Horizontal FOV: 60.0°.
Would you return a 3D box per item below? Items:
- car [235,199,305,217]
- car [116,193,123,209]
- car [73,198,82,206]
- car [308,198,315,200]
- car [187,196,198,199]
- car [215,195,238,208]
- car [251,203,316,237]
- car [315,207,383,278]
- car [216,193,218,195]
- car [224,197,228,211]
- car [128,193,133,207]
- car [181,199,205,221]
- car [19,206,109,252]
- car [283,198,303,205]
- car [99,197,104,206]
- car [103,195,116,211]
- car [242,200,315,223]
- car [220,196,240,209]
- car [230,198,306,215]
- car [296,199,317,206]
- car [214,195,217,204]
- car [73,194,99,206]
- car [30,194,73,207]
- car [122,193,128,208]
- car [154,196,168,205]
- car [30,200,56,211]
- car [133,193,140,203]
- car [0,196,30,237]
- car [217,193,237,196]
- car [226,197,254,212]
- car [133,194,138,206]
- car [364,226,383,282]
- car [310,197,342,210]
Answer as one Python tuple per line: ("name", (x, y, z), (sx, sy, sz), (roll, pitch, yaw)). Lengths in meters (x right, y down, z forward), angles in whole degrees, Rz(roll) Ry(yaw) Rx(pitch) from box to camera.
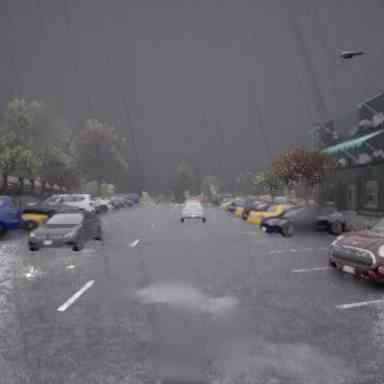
("car", (5.988, 1.490, 23.864), (5.008, 1.535, 2.097), (1, 0, -20))
("car", (-10.993, 1.367, 39.829), (4.553, 1.767, 2.185), (-1, 0, -20))
("car", (-10.945, 1.492, 24.722), (4.892, 1.521, 2.231), (-1, 0, -20))
("car", (22.433, 2.302, 63.267), (1.946, 1.575, 5.366), (2, 1, -21))
("car", (0.078, 1.357, 43.253), (2.097, 1.767, 4.553), (0, 0, 0))
("car", (5.811, 1.486, 38.592), (5.366, 1.575, 1.946), (1, 0, -20))
("car", (5.967, 1.519, 17.934), (4.792, 1.488, 2.163), (1, 0, -20))
("car", (6.026, 1.364, 9.083), (4.553, 1.767, 2.185), (1, 0, -20))
("car", (6.002, 1.242, 50.514), (5.566, 2.045, 2.435), (1, 0, -20))
("car", (6.008, 1.521, 32.760), (4.792, 1.488, 2.163), (1, 0, -20))
("car", (-10.942, 1.366, 45.895), (4.553, 1.767, 2.185), (-1, 0, -20))
("car", (0.088, 1.530, 26.761), (1.812, 1.442, 4.674), (0, 0, 0))
("car", (-5.095, 1.529, 14.057), (1.812, 1.442, 4.674), (0, 0, 0))
("car", (24.659, 2.418, 81.606), (2.231, 1.521, 4.892), (2, -1, -21))
("car", (-10.932, 1.520, 30.787), (4.792, 1.488, 2.163), (-1, 0, -20))
("car", (-10.941, 1.240, 33.810), (5.566, 2.045, 2.435), (-1, 0, -20))
("car", (6.159, 1.490, 20.981), (5.366, 1.575, 1.946), (1, 0, -20))
("car", (5.984, 1.493, 35.710), (4.892, 1.521, 2.231), (1, 0, -20))
("car", (6.157, 1.490, 26.898), (5.366, 1.575, 1.946), (1, 0, -20))
("car", (28.051, 2.522, 81.639), (2.231, 1.521, 4.892), (2, -1, -21))
("car", (5.984, 1.493, 44.581), (4.892, 1.521, 2.231), (1, 0, -20))
("car", (-10.993, 1.240, 27.743), (5.566, 2.045, 2.435), (-1, 0, -20))
("car", (-10.928, 1.239, 21.715), (5.566, 2.045, 2.435), (-1, 0, -20))
("car", (-11.001, 1.367, 42.856), (4.553, 1.767, 2.185), (-1, 0, -20))
("car", (-5.027, 1.336, 55.699), (1.812, 1.442, 4.674), (0, 0, 0))
("car", (-10.781, 1.485, 18.753), (5.366, 1.575, 1.946), (-1, 0, -20))
("car", (-10.998, 1.242, 51.913), (5.566, 2.045, 2.435), (-1, 0, -20))
("car", (-10.984, 1.239, 15.652), (5.566, 2.045, 2.435), (-1, 0, -20))
("car", (6.012, 1.367, 41.630), (4.553, 1.767, 2.185), (1, 0, -20))
("car", (5.982, 1.491, 29.794), (5.008, 1.535, 2.097), (1, 0, -20))
("car", (-10.978, 1.494, 48.909), (4.892, 1.521, 2.231), (-1, 0, -20))
("car", (5.997, 1.490, 6.108), (4.892, 1.521, 2.231), (1, 0, -20))
("car", (25.411, 2.156, 63.445), (2.435, 2.045, 5.566), (2, 1, -21))
